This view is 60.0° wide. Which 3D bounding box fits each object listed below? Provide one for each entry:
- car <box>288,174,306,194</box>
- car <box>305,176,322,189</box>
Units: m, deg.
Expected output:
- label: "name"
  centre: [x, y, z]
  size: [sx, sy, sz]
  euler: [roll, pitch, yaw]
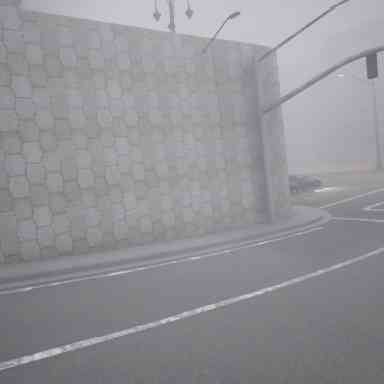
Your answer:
- label: "car"
  centre: [6.810, -0.600, 28.344]
  size: [2.097, 1.767, 4.553]
  euler: [-10, 6, -35]
- label: "car"
  centre: [9.631, -0.904, 30.406]
  size: [1.994, 1.385, 4.181]
  euler: [-10, 6, -34]
